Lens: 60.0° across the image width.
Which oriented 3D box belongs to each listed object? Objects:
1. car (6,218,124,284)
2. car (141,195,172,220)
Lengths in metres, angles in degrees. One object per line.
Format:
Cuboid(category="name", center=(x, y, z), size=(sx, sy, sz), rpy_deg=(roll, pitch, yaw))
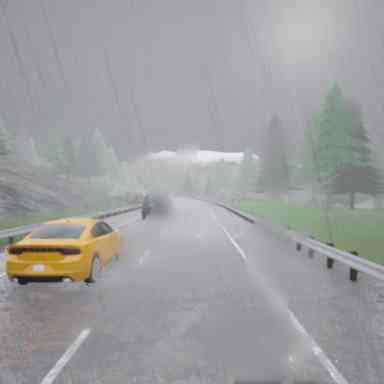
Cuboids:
Cuboid(category="car", center=(-3.295, 1.498, 9.679), size=(1.882, 1.535, 5.008), rpy_deg=(0, 0, 1))
Cuboid(category="car", center=(-3.053, 1.295, 29.383), size=(2.150, 2.045, 5.566), rpy_deg=(0, 0, 1))
